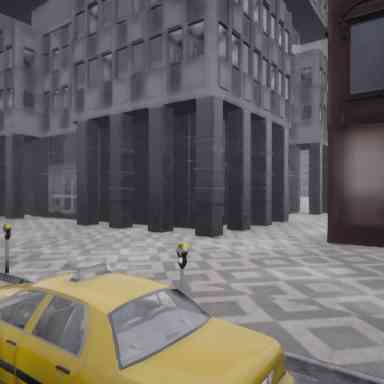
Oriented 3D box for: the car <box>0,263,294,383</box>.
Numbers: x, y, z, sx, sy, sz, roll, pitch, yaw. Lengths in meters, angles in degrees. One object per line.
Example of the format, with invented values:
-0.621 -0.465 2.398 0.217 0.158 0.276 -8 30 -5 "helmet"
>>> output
-1.349 1.524 3.923 4.829 1.417 1.752 0 0 36 "car"
